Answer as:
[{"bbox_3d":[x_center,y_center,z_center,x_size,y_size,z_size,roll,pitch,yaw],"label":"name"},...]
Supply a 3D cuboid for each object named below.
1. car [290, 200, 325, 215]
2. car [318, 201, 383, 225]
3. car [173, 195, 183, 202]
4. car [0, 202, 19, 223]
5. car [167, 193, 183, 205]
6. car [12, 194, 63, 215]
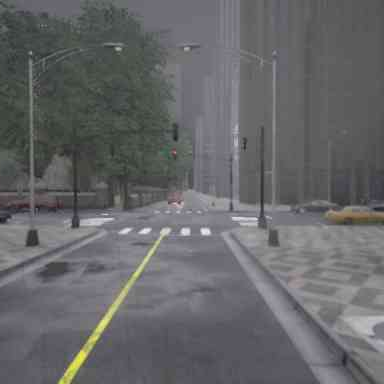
[{"bbox_3d":[11.639,1.420,31.803,4.403,1.369,2.008,0,1,0],"label":"car"},{"bbox_3d":[11.771,1.572,23.278,4.829,1.417,1.752,0,1,0],"label":"car"},{"bbox_3d":[-2.999,1.455,73.022,2.128,1.511,4.902,0,0,0],"label":"car"},{"bbox_3d":[-15.064,1.589,23.427,4.313,1.339,1.947,0,1,0],"label":"car"},{"bbox_3d":[-3.033,1.145,57.513,2.150,2.045,5.566,0,0,1],"label":"car"},{"bbox_3d":[-15.026,1.161,31.945,5.009,1.841,2.192,0,1,0],"label":"car"}]
